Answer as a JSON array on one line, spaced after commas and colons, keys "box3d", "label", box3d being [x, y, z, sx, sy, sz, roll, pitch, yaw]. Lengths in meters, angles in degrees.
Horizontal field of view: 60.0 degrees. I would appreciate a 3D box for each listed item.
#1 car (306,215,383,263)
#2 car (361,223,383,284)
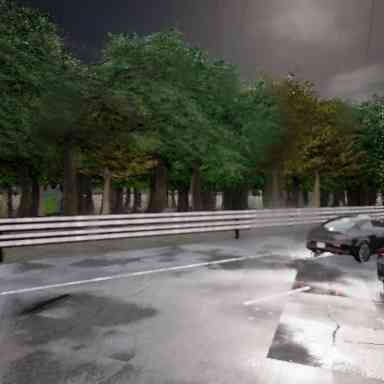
[{"box3d": [6.110, 1.582, 12.119, 4.674, 1.442, 1.812, 1, 0, -34], "label": "car"}, {"box3d": [6.417, 1.558, 8.110, 4.892, 1.490, 1.837, 0, 0, -34], "label": "car"}]
